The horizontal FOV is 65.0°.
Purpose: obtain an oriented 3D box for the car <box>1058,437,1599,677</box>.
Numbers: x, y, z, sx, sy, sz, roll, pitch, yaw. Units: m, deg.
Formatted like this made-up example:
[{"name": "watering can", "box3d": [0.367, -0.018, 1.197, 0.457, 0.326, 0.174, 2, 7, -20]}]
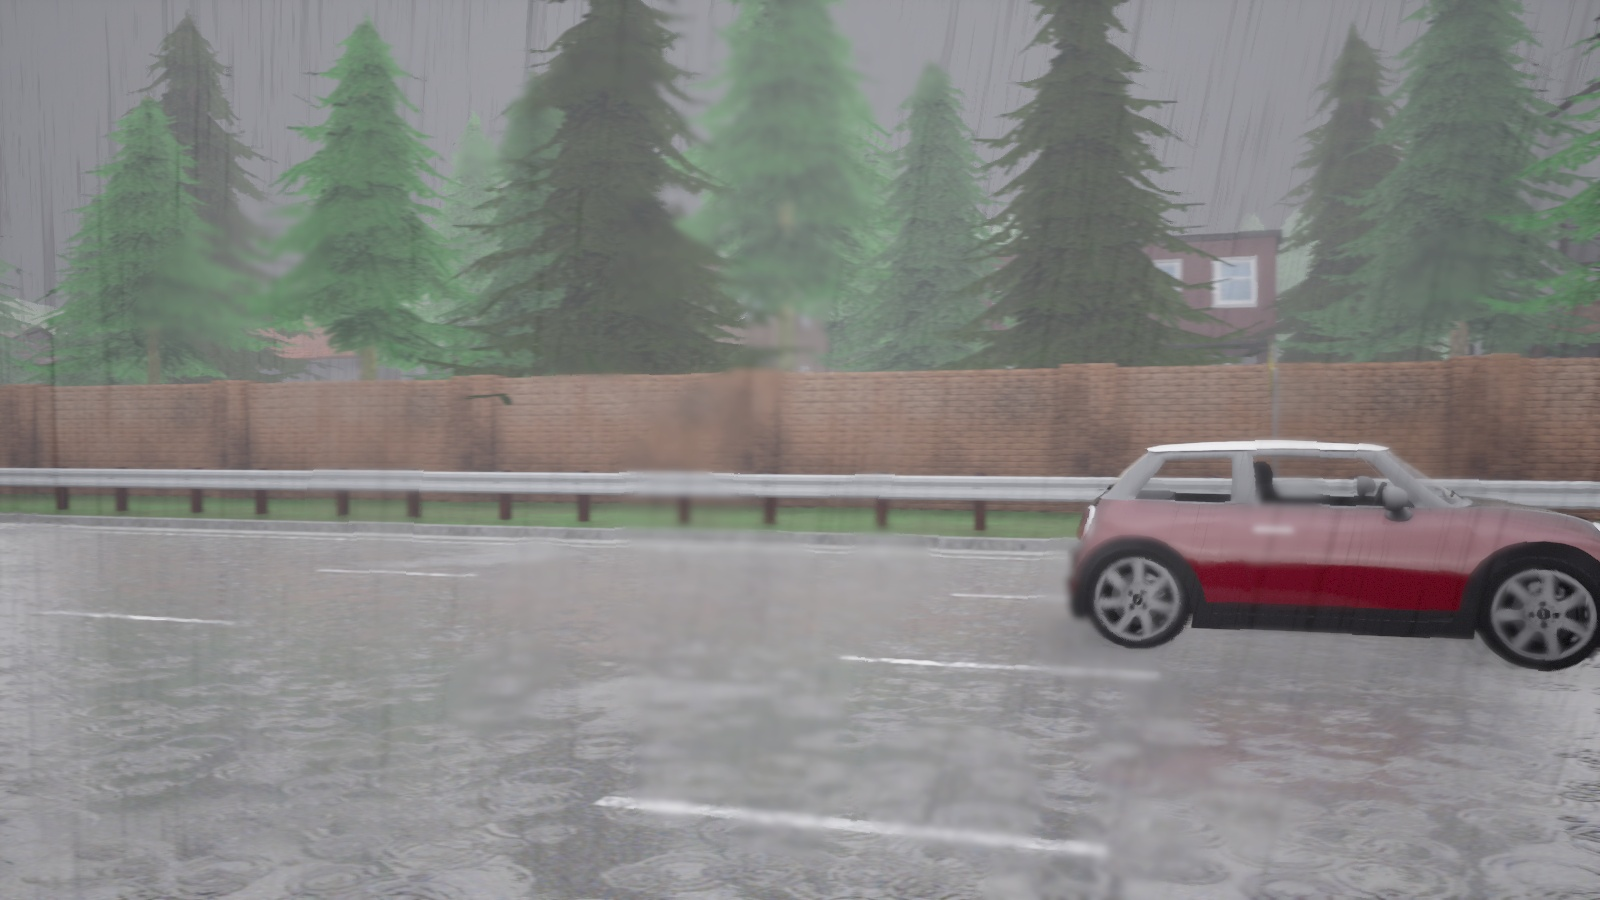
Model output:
[{"name": "car", "box3d": [3.953, 0.659, 9.248, 3.806, 1.475, 1.970, 1, 1, 19]}]
